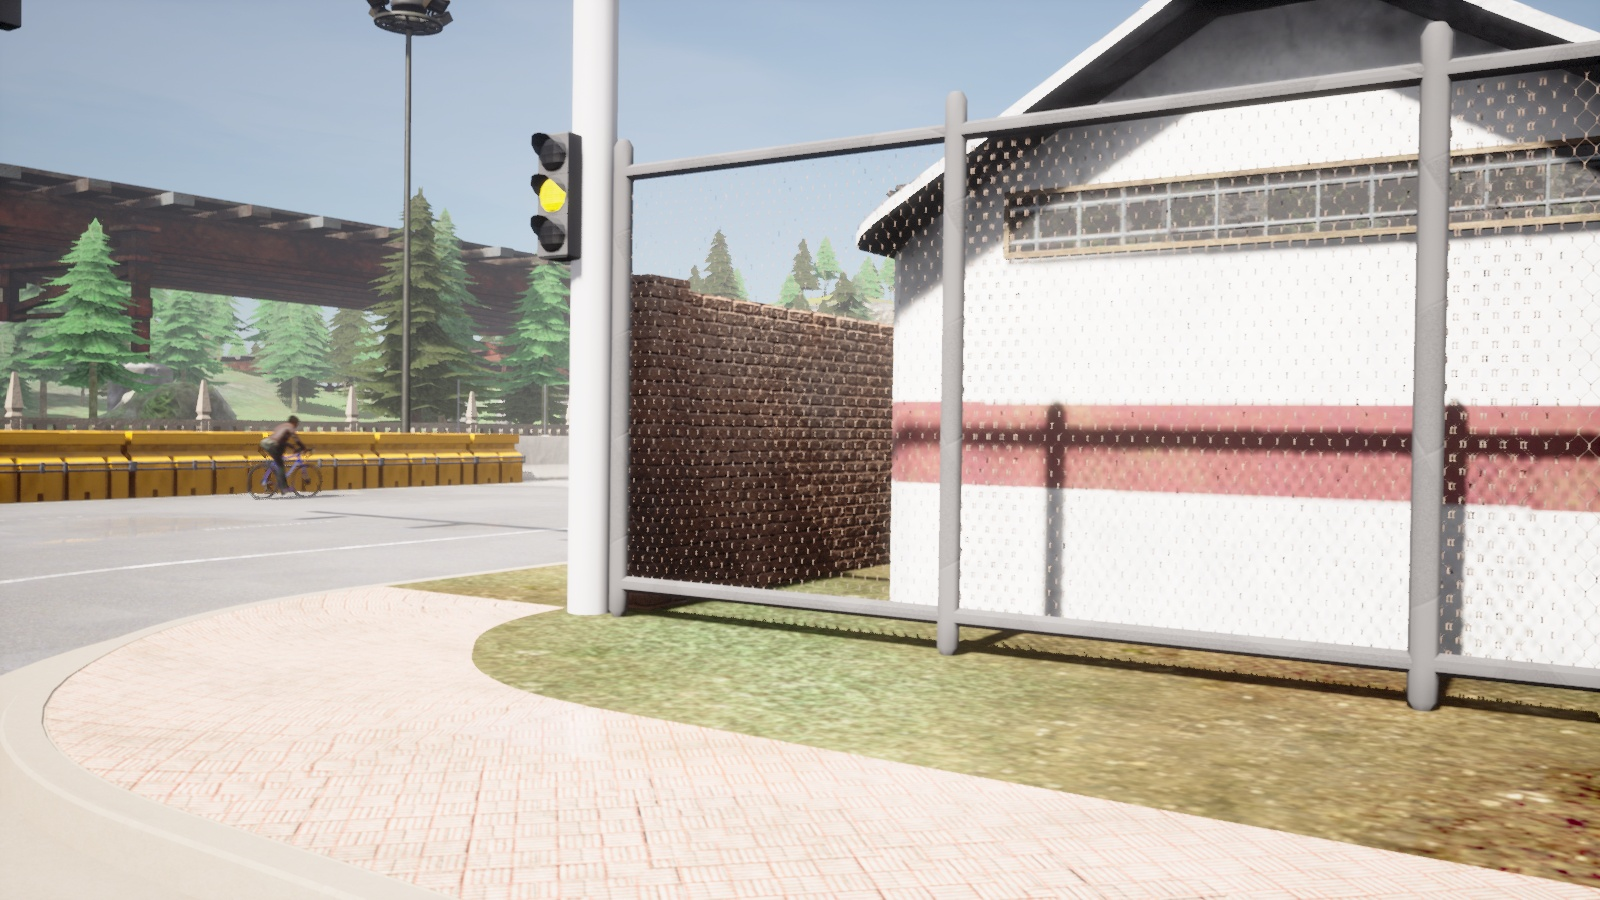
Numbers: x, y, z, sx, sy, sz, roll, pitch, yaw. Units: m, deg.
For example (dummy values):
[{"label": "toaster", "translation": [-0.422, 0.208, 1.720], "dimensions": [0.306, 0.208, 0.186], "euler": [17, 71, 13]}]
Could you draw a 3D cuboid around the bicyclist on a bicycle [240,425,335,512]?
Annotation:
[{"label": "bicyclist on a bicycle", "translation": [-9.861, 0.330, 24.210], "dimensions": [0.582, 1.620, 1.656], "euler": [0, 1, 32]}]
